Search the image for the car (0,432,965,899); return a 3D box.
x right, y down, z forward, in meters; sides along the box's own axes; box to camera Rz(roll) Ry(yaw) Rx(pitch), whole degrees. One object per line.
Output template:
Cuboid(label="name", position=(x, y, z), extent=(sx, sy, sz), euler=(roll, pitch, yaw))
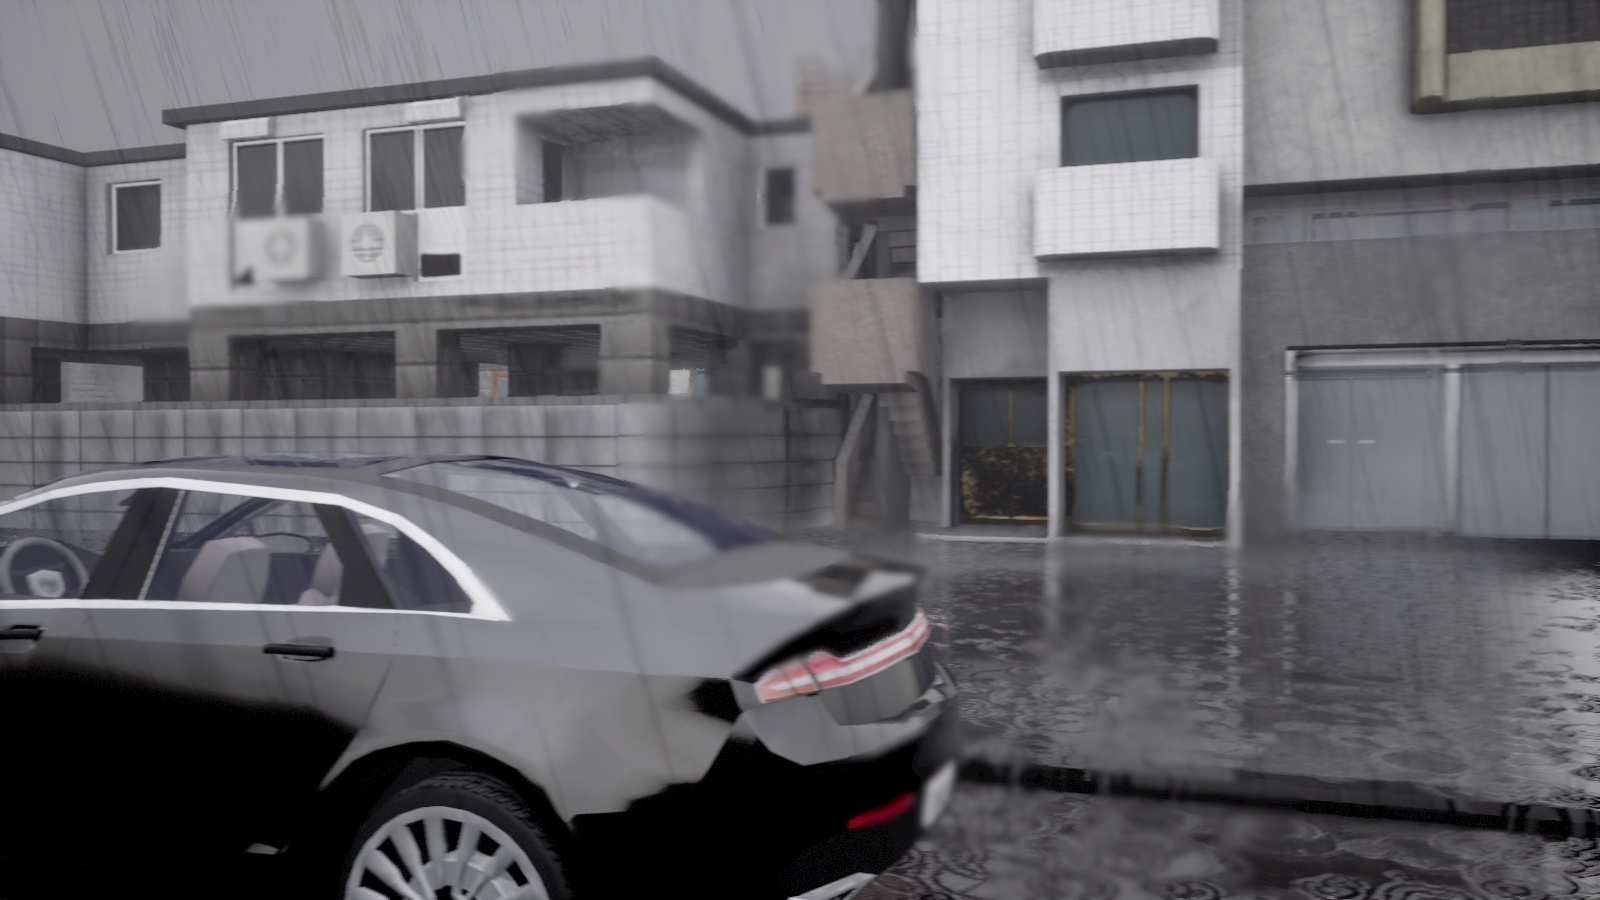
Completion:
Cuboid(label="car", position=(-2.055, 0.704, 4.411), extent=(4.902, 1.511, 2.128), euler=(1, 1, 19))
